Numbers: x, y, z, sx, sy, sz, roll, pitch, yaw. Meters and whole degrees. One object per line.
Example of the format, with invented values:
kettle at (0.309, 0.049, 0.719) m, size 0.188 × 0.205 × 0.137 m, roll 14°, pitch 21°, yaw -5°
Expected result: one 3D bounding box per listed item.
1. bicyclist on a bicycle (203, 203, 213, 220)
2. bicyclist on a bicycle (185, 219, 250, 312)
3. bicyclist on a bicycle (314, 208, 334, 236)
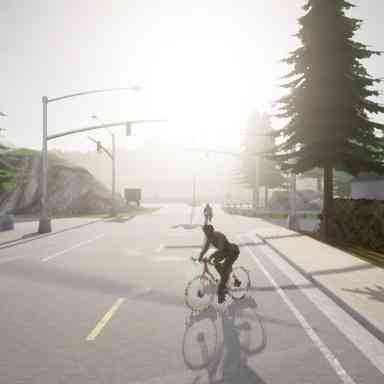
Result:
bicyclist on a bicycle at (0.893, 1.453, 18.298) m, size 0.582 × 1.620 × 1.656 m, roll 0°, pitch -1°, yaw -7°
bicyclist on a bicycle at (0.508, 1.433, 6.556) m, size 1.656 × 1.620 × 0.582 m, roll -4°, pitch -1°, yaw -34°
bicyclist on a bicycle at (6.696, 1.460, 16.803) m, size 1.656 × 1.620 × 0.582 m, roll 2°, pitch 4°, yaw -36°
